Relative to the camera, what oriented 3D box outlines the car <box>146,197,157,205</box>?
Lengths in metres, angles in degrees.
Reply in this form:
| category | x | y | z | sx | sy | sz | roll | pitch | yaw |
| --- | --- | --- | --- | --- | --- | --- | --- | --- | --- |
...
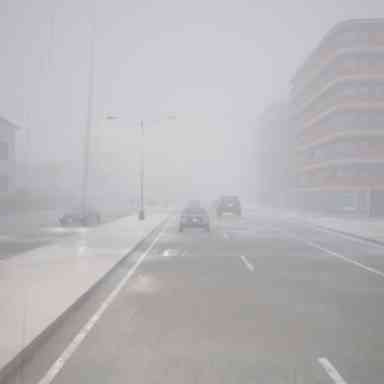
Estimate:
| category | x | y | z | sx | sy | sz | roll | pitch | yaw |
| --- | --- | --- | --- | --- | --- | --- | --- | --- | --- |
| car | -7.839 | 1.811 | 65.140 | 1.812 | 1.442 | 4.674 | 0 | 0 | 0 |

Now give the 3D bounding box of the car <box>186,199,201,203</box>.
| category | x | y | z | sx | sy | sz | roll | pitch | yaw |
| --- | --- | --- | --- | --- | --- | --- | --- | --- | --- |
| car | 0.217 | 1.674 | 47.578 | 2.128 | 1.511 | 4.902 | 0 | -1 | 0 |

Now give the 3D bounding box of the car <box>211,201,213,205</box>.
| category | x | y | z | sx | sy | sz | roll | pitch | yaw |
| --- | --- | --- | --- | --- | --- | --- | --- | --- | --- |
| car | 3.645 | 1.747 | 46.424 | 1.994 | 1.385 | 4.181 | 0 | 0 | 1 |

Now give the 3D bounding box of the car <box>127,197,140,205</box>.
| category | x | y | z | sx | sy | sz | roll | pitch | yaw |
| --- | --- | --- | --- | --- | --- | --- | --- | --- | --- |
| car | -11.339 | 1.761 | 65.149 | 1.882 | 1.535 | 5.008 | 0 | 0 | 0 |

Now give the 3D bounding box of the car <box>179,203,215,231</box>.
| category | x | y | z | sx | sy | sz | roll | pitch | yaw |
| --- | --- | --- | --- | --- | --- | --- | --- | --- | --- |
| car | 0.149 | 1.630 | 21.069 | 2.033 | 1.411 | 5.357 | 0 | 0 | 0 |

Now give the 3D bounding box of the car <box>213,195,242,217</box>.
| category | x | y | z | sx | sy | sz | roll | pitch | yaw |
| --- | --- | --- | --- | --- | --- | --- | --- | --- | --- |
| car | 3.590 | 1.353 | 33.137 | 2.150 | 2.045 | 5.566 | 0 | 0 | 0 |

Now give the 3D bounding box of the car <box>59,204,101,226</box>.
| category | x | y | z | sx | sy | sz | roll | pitch | yaw |
| --- | --- | --- | --- | --- | --- | --- | --- | --- | --- |
| car | -8.010 | 1.615 | 24.262 | 1.812 | 1.442 | 4.674 | 0 | 0 | 1 |
